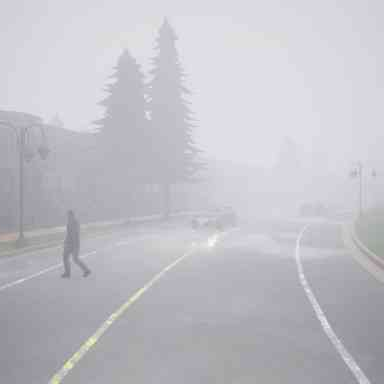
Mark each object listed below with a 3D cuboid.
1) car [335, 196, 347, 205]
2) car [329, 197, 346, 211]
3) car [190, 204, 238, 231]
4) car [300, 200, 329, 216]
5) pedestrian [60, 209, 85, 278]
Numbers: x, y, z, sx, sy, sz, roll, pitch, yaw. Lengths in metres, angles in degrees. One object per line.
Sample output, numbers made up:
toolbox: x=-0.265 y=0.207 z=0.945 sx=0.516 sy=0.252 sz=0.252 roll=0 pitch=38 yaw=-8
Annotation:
car: x=24.855 y=1.492 z=56.637 sx=2.128 sy=1.511 sz=4.902 roll=0 pitch=0 yaw=42
car: x=17.449 y=1.601 z=41.537 sx=1.895 sy=1.301 sz=4.718 roll=0 pitch=0 yaw=36
car: x=1.515 y=1.491 z=20.905 sx=2.128 sy=1.511 sz=4.902 roll=0 pitch=0 yaw=24
car: x=12.000 y=1.526 z=32.997 sx=1.812 sy=1.442 sz=4.674 roll=0 pitch=0 yaw=31
pedestrian: x=-3.101 y=1.294 z=8.612 sx=0.375 sy=1.860 sz=0.375 roll=0 pitch=0 yaw=11
